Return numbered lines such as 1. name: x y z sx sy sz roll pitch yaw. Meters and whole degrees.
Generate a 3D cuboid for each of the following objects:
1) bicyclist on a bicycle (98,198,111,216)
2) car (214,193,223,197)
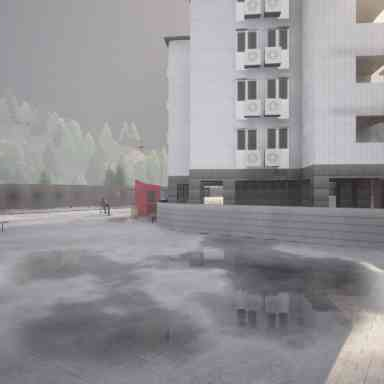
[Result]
1. bicyclist on a bicycle: -7.837 1.349 29.750 1.656 1.620 0.582 0 0 36
2. car: 5.624 1.221 55.814 2.150 2.045 5.566 0 0 36
